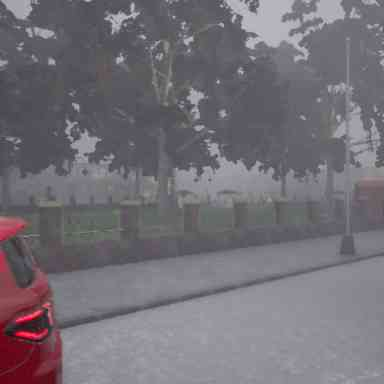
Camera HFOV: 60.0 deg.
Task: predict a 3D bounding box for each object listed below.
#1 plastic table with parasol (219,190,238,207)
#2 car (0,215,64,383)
[{"bbox_3d":[5.567,0.953,50.909,2.482,2.480,2.482,0,0,15],"label":"plastic table with parasol"},{"bbox_3d":[-3.726,1.222,1.949,5.566,2.045,2.150,0,0,-35],"label":"car"}]
